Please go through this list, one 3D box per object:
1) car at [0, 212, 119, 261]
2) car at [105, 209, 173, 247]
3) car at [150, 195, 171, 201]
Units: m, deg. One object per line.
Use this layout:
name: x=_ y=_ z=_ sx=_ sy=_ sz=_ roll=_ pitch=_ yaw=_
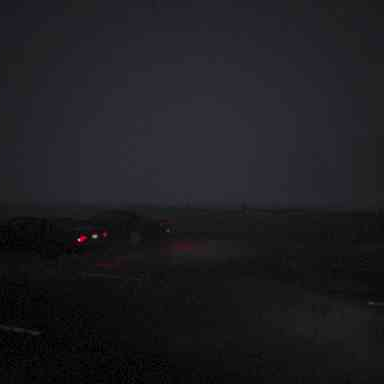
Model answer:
car: x=-5.637 y=1.555 z=12.140 sx=5.357 sy=1.411 sz=2.033 roll=0 pitch=0 yaw=20
car: x=-3.339 y=1.500 z=15.029 sx=5.008 sy=1.535 sz=1.882 roll=0 pitch=0 yaw=20
car: x=-6.929 y=1.351 z=73.807 sx=4.605 sy=1.855 sz=1.932 roll=0 pitch=0 yaw=20
